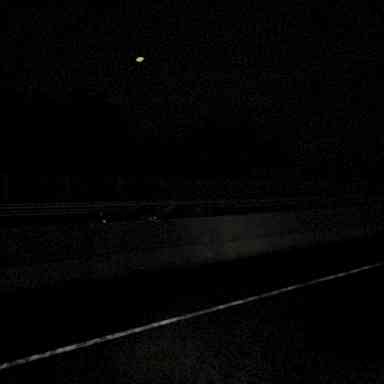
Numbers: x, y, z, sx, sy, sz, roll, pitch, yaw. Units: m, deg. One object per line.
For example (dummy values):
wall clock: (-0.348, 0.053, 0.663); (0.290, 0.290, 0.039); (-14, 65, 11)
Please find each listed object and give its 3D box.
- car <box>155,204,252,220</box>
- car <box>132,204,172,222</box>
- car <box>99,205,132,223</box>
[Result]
car: (1.044, 1.482, 17.634); (5.357, 1.411, 2.033); (0, 0, -35)
car: (-1.009, 1.460, 20.468); (4.674, 1.442, 1.812); (0, 0, -35)
car: (-3.851, 1.541, 22.741); (4.718, 1.301, 1.895); (0, 0, -35)
